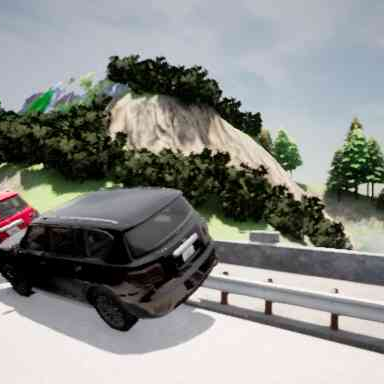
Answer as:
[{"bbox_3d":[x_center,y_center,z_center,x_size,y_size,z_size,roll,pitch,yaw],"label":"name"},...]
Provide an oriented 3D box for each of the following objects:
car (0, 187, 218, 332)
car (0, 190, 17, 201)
[{"bbox_3d":[-2.177,1.110,7.138,5.566,2.045,2.150,-1,24,37],"label":"car"},{"bbox_3d":[-6.980,1.159,10.738,5.566,2.045,2.150,-1,24,37],"label":"car"}]
